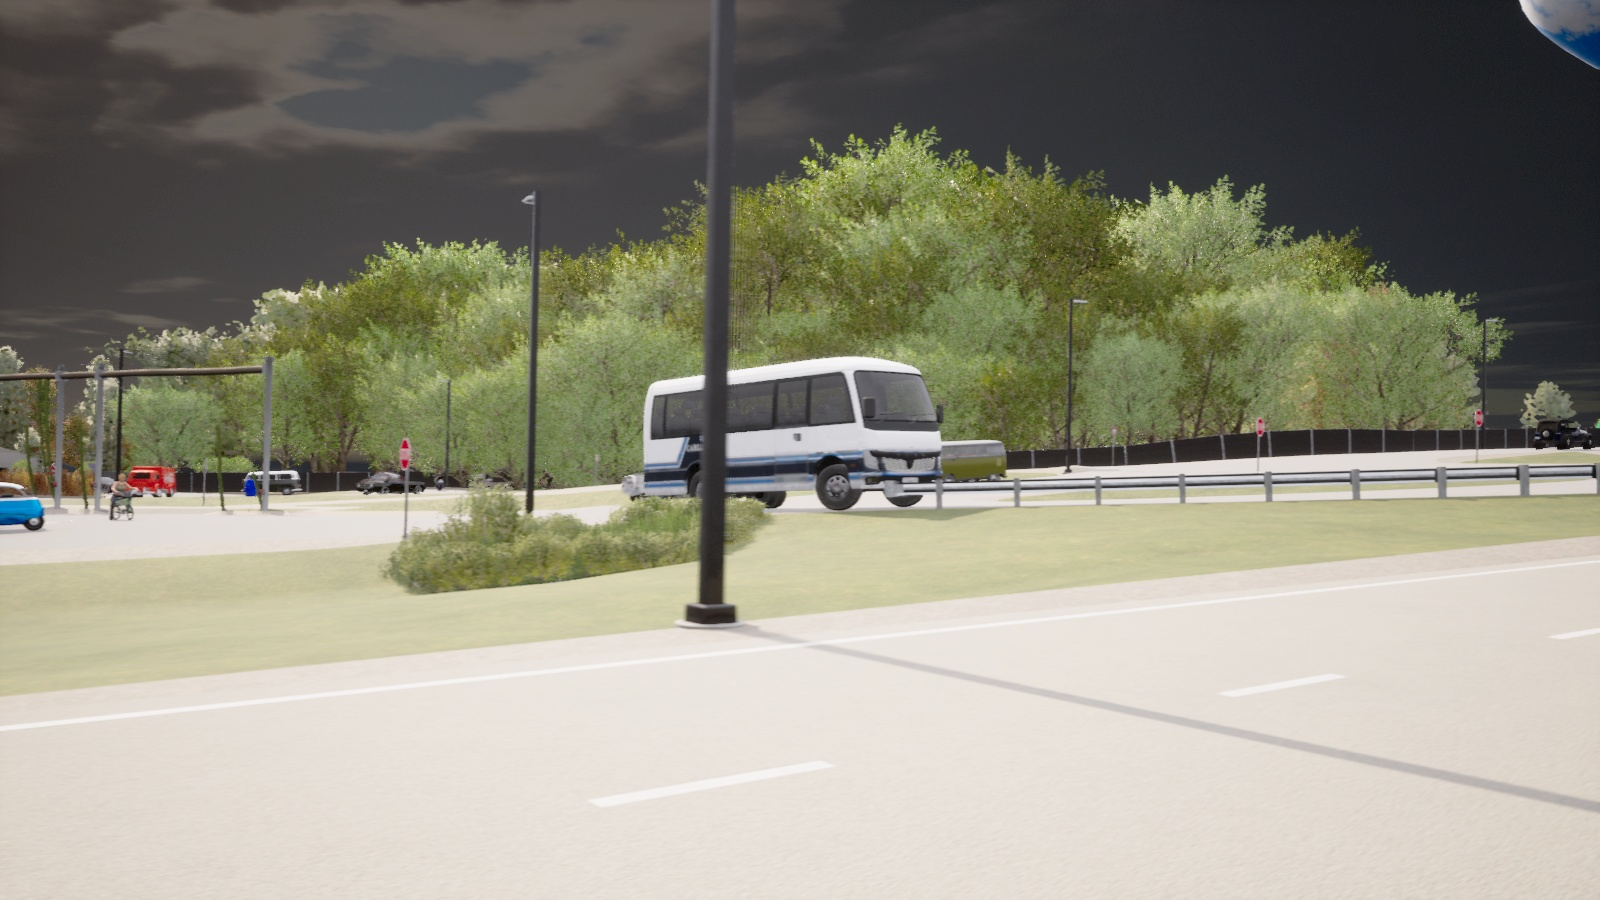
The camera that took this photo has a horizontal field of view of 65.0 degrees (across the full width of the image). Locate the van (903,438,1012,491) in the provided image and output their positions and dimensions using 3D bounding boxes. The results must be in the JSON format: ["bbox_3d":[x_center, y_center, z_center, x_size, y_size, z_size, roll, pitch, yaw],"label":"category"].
[{"bbox_3d":[6.693,0.586,53.125,4.442,1.987,1.775,-3,2,-34],"label":"van"}]

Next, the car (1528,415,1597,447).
[{"bbox_3d":[46.039,-1.149,75.821,3.866,1.878,1.905,-1,1,-29],"label":"car"}]

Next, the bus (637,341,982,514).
[{"bbox_3d":[-0.048,-0.381,36.808,3.944,4.253,10.273,0,-3,-43],"label":"bus"}]

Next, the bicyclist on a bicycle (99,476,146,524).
[{"bbox_3d":[-23.449,1.731,43.463,1.509,1.612,0.866,-2,-2,36],"label":"bicyclist on a bicycle"}]

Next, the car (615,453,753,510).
[{"bbox_3d":[-4.231,1.119,45.940,4.605,1.855,1.932,-2,1,-28],"label":"car"}]

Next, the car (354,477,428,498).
[{"bbox_3d":[-27.627,2.536,84.976,1.895,1.301,4.718,0,0,30],"label":"car"}]

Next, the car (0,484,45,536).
[{"bbox_3d":[-22.312,1.667,34.901,2.207,1.376,1.481,0,0,-34],"label":"car"}]
